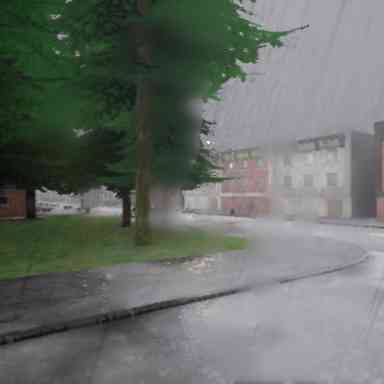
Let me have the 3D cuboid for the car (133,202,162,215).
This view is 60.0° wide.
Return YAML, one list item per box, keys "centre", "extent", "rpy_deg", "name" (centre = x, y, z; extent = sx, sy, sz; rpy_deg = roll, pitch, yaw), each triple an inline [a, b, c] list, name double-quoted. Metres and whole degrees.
- centre: [-5.017, 1.903, 38.493]
  extent: [2.033, 1.411, 5.357]
  rpy_deg: [0, -1, -34]
  name: "car"
